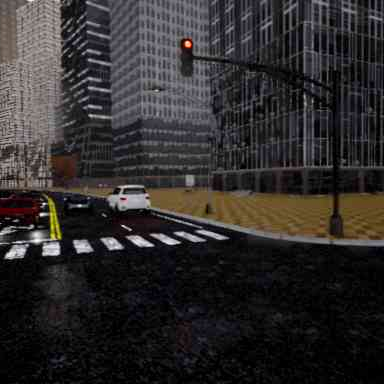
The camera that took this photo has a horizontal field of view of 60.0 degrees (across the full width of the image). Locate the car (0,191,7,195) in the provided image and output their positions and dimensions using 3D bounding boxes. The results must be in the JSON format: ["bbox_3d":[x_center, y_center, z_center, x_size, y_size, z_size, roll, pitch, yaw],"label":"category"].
[{"bbox_3d":[-16.870,0.914,27.340,1.882,1.535,5.008,-2,2,-23],"label":"car"}]

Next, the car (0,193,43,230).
[{"bbox_3d":[-9.484,1.063,18.358,1.882,1.535,5.008,-2,2,-23],"label":"car"}]

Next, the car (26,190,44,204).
[{"bbox_3d":[-19.438,0.544,41.404,1.837,1.490,4.892,-2,3,-24],"label":"car"}]

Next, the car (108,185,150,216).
[{"bbox_3d":[-4.662,0.544,24.088,2.150,2.045,5.566,-2,2,-23],"label":"car"}]

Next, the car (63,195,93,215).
[{"bbox_3d":[-8.793,0.917,25.477,1.994,1.385,4.181,-2,2,-23],"label":"car"}]

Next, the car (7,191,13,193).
[{"bbox_3d":[-22.687,0.625,40.726,1.837,1.490,4.892,-2,2,-24],"label":"car"}]

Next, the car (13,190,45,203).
[{"bbox_3d":[-13.614,0.865,27.987,1.837,1.490,4.892,-2,2,-23],"label":"car"}]
